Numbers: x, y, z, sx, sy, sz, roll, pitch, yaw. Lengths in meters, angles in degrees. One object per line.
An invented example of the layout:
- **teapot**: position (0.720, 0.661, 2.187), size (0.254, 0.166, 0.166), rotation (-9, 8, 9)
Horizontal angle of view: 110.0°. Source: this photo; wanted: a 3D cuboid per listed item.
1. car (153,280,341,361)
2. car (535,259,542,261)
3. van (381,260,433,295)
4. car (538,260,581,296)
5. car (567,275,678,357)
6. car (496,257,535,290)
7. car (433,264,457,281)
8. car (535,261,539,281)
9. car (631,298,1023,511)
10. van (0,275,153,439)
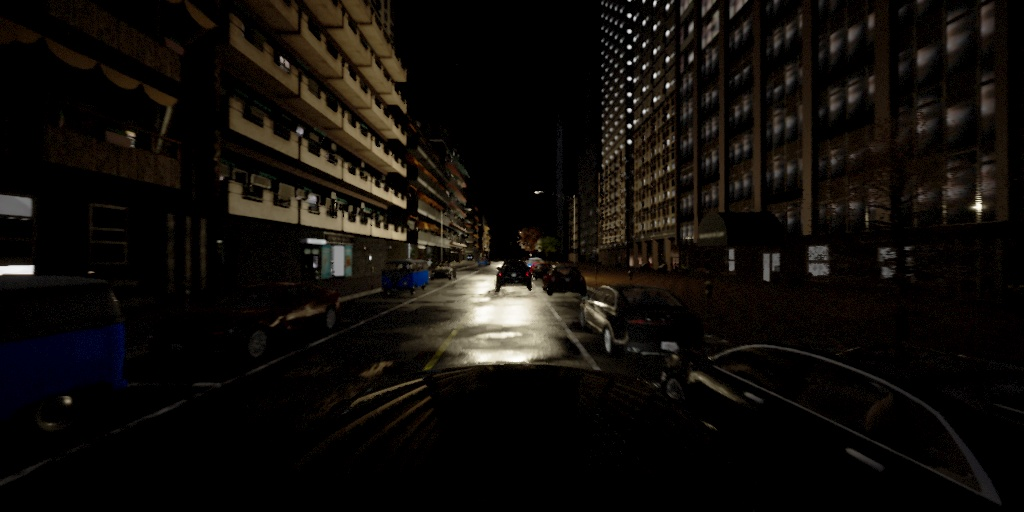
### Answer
- **car**: position (-5.688, 1.297, 8.325), size (1.888, 1.381, 4.507), rotation (0, 0, 0)
- **car**: position (2.699, 1.313, 35.936), size (1.888, 1.381, 4.507), rotation (0, 0, 0)
- **van**: position (-5.685, 1.096, 19.370), size (1.690, 1.789, 3.998), rotation (0, 0, 0)
- **car**: position (2.696, 1.195, 19.367), size (1.967, 1.591, 4.097), rotation (0, 0, 0)
- **car**: position (2.693, 1.302, 8.323), size (2.007, 1.370, 4.403), rotation (0, 0, 0)
- **car**: position (0.105, 1.109, 22.605), size (2.097, 1.767, 4.553), rotation (0, 0, 0)
- **car**: position (-5.683, 1.313, 30.416), size (2.007, 1.370, 4.403), rotation (0, 0, 0)
- **car**: position (2.698, 1.328, 30.414), size (1.948, 1.339, 4.313), rotation (0, 0, 0)
- **car**: position (2.692, 1.301, 2.800), size (2.007, 1.370, 4.403), rotation (0, 0, 0)
- **van**: position (-5.689, 1.091, 2.803), size (1.690, 1.789, 3.998), rotation (0, 0, 0)
